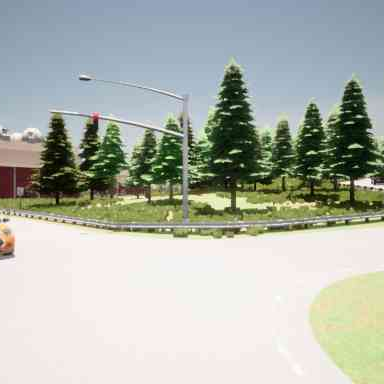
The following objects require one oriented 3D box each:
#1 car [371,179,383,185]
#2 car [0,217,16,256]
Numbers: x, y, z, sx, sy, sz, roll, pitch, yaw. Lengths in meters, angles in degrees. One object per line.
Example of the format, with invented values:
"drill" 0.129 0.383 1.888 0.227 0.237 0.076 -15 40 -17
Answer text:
"car" 29.010 -1.912 51.528 1.837 1.490 4.892 0 5 21
"car" -7.985 1.351 12.236 2.097 1.767 4.553 0 0 -37
